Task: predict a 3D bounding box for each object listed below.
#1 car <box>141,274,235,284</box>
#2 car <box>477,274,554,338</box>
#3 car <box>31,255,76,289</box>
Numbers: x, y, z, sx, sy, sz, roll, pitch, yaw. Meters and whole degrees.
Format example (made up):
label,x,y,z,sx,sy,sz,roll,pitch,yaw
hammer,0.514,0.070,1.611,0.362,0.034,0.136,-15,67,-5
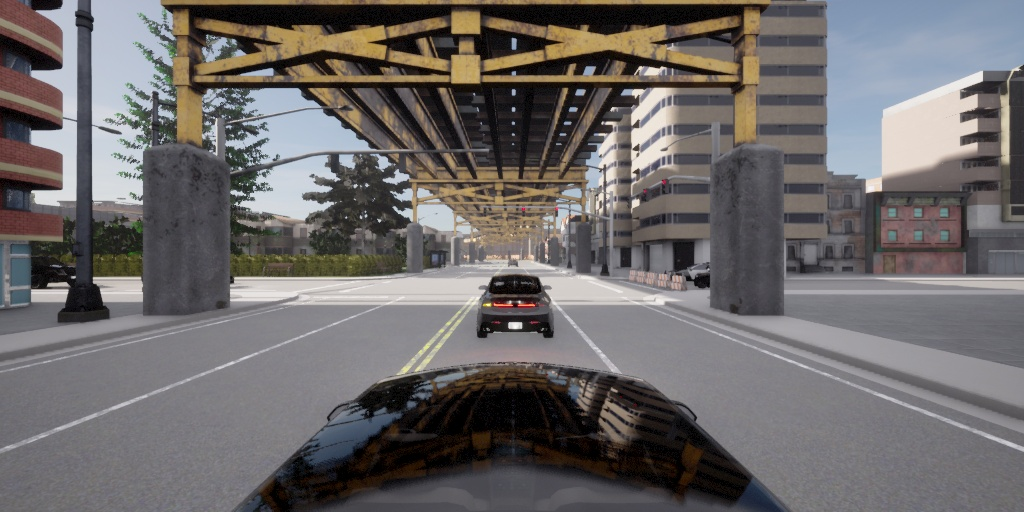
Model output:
label,x,y,z,sx,sy,sz,roll,pitch,yaw
car,-20.032,1.255,22.275,4.892,1.490,1.837,0,0,0
car,0.088,1.255,10.160,1.837,1.490,4.892,0,0,0
car,-30.046,0.971,22.336,5.566,2.045,2.150,0,0,0
